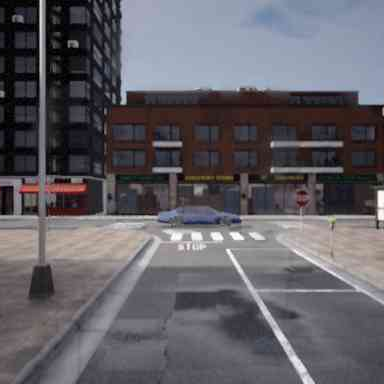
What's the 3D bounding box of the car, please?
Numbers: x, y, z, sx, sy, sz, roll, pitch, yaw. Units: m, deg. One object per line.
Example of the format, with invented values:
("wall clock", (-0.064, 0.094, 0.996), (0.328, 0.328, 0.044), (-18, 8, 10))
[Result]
("car", (0.410, 1.512, 21.214), (5.357, 1.411, 2.033), (0, 0, 0))
